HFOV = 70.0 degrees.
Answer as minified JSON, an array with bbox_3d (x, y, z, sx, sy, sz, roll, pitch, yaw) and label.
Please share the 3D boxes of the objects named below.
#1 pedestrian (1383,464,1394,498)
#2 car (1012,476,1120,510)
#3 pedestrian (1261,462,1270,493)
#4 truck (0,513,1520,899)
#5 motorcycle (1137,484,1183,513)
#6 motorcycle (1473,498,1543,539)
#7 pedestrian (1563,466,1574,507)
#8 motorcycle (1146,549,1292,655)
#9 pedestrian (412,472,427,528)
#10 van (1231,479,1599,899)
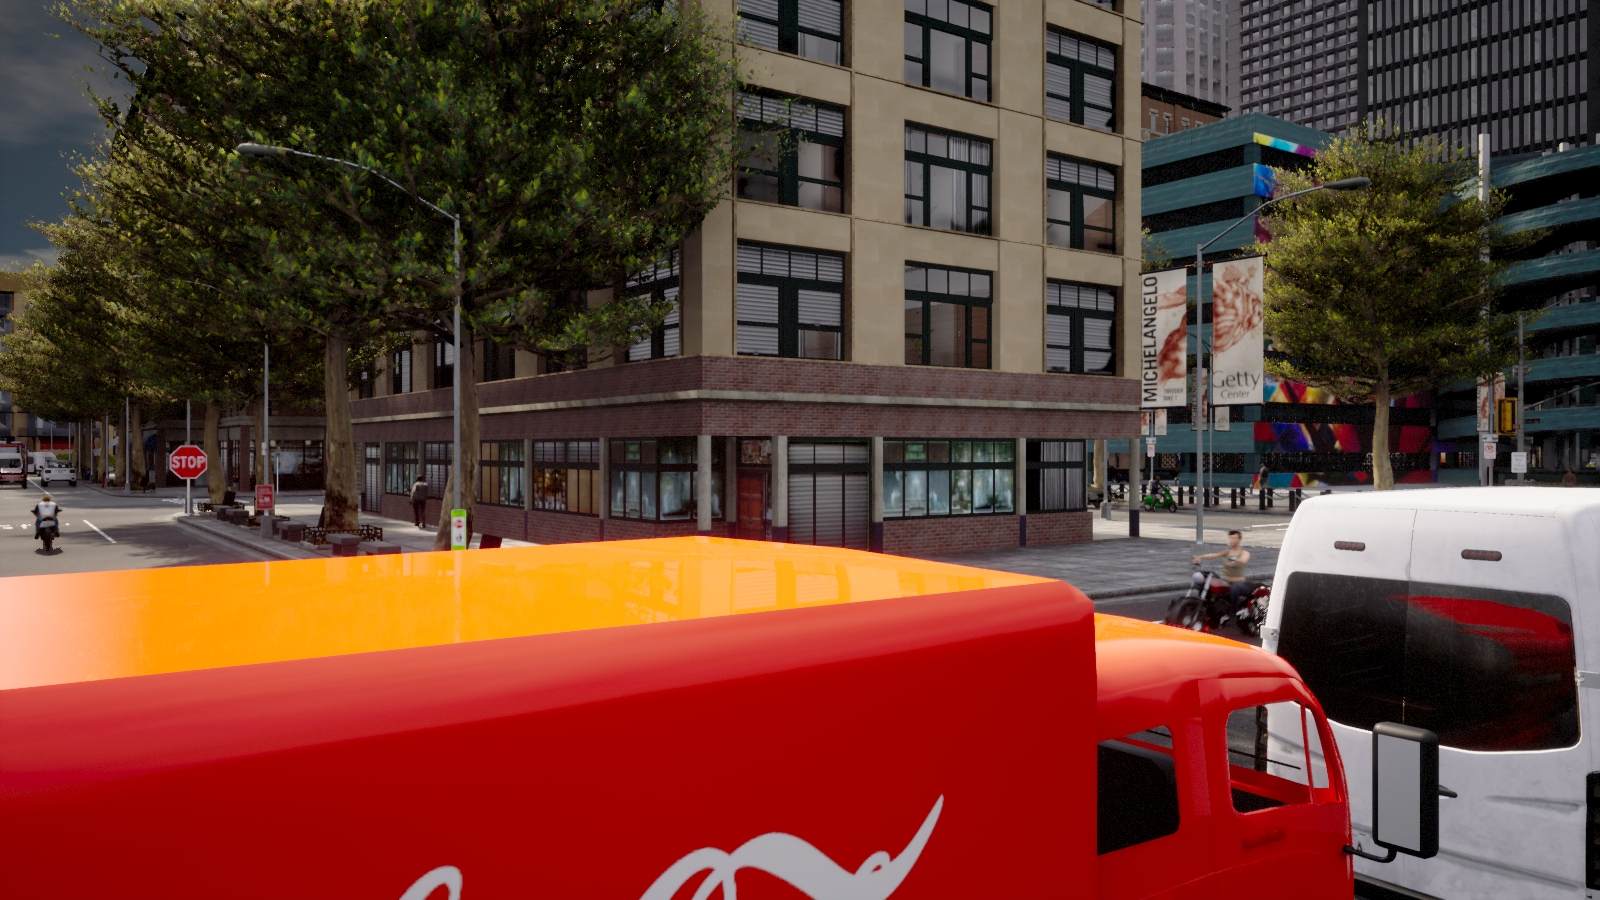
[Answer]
[{"bbox_3d":[31.806,1.673,61.789,0.375,1.860,0.375,0,0,-29],"label":"pedestrian"},{"bbox_3d":[12.913,2.045,55.772,2.231,1.480,4.892,0,0,-35],"label":"car"},{"bbox_3d":[28.019,1.673,68.805,0.375,1.860,0.375,0,0,-29],"label":"pedestrian"},{"bbox_3d":[-0.425,1.567,3.494,5.204,2.467,2.627,0,0,-35],"label":"truck"},{"bbox_3d":[16.126,2.166,51.225,0.856,1.236,1.805,0,0,-35],"label":"motorcycle"},{"bbox_3d":[22.500,2.167,36.344,1.805,1.236,0.856,0,-1,26],"label":"motorcycle"},{"bbox_3d":[35.438,1.675,52.688,0.375,1.860,0.375,0,0,45],"label":"pedestrian"},{"bbox_3d":[6.124,2.164,16.650,2.356,1.277,0.764,0,0,-34],"label":"motorcycle"},{"bbox_3d":[-12.857,1.691,38.608,0.375,1.860,0.375,0,0,-36],"label":"pedestrian"},{"bbox_3d":[5.568,1.531,7.705,5.915,2.561,1.988,0,0,-35],"label":"van"}]
